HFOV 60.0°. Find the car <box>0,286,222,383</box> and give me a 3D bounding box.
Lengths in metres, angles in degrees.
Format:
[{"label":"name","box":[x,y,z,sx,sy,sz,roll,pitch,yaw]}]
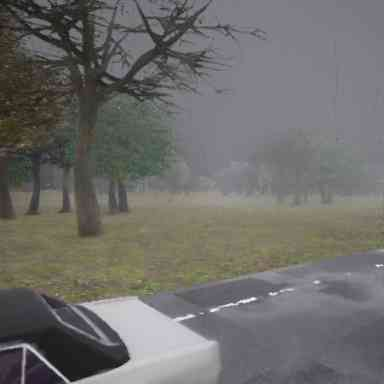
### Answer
[{"label":"car","box":[-2.132,1.602,2.470,4.718,1.301,1.895,0,0,-36]}]
